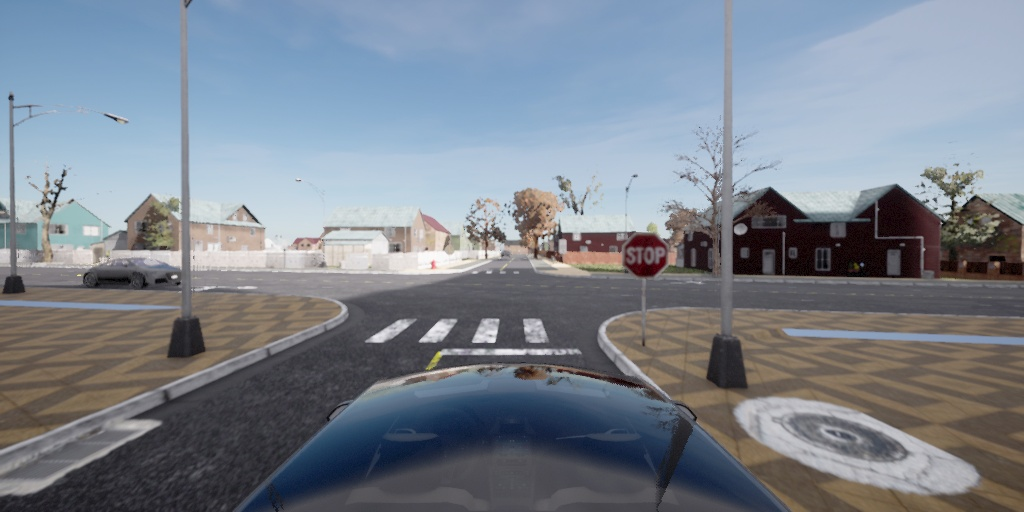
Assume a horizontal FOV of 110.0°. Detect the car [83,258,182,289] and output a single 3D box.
[{"bbox_3d":[-18.218,0.793,17.516,4.181,1.385,1.994,1,1,7],"label":"car"}]
